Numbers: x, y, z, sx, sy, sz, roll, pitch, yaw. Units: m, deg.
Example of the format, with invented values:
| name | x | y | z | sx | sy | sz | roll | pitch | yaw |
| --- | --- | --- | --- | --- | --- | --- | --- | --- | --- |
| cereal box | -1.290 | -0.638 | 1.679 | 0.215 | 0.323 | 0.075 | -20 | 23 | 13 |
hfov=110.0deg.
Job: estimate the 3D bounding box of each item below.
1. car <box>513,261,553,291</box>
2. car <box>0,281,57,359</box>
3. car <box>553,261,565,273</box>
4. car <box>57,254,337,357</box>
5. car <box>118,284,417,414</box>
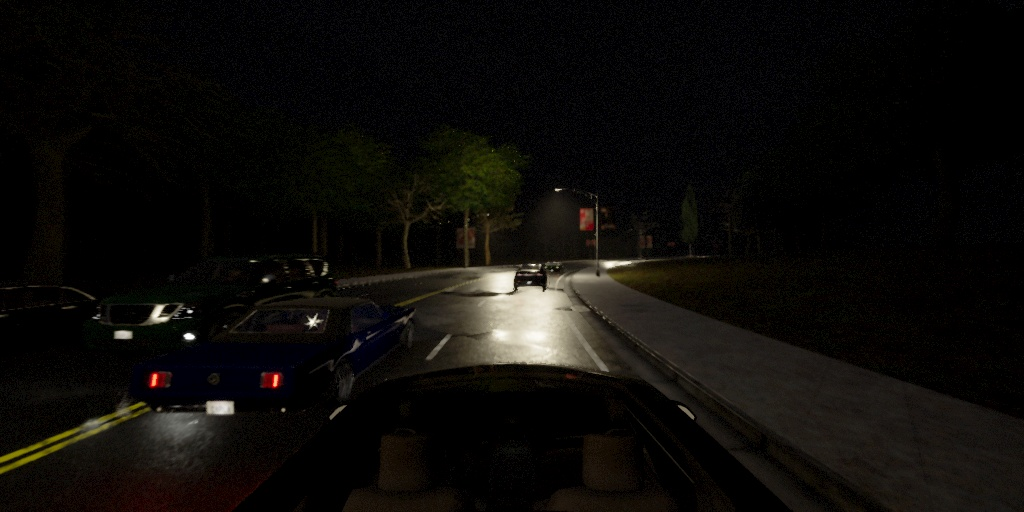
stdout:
| name | x | y | z | sx | sy | sz | roll | pitch | yaw |
| --- | --- | --- | --- | --- | --- | --- | --- | --- | --- |
| car | 1.181 | 1.214 | 21.471 | 2.128 | 1.511 | 4.902 | 0 | 0 | 7 |
| car | -9.751 | 1.259 | 6.280 | 1.837 | 1.490 | 4.892 | 0 | 0 | 1 |
| car | 4.851 | 1.252 | 40.627 | 1.895 | 1.301 | 4.718 | 0 | 0 | 15 |
| car | -6.465 | 0.974 | 8.796 | 2.150 | 2.045 | 5.566 | 0 | 0 | 2 |
| car | -3.103 | 1.352 | 6.090 | 1.895 | 1.301 | 4.718 | 0 | 0 | 1 |
